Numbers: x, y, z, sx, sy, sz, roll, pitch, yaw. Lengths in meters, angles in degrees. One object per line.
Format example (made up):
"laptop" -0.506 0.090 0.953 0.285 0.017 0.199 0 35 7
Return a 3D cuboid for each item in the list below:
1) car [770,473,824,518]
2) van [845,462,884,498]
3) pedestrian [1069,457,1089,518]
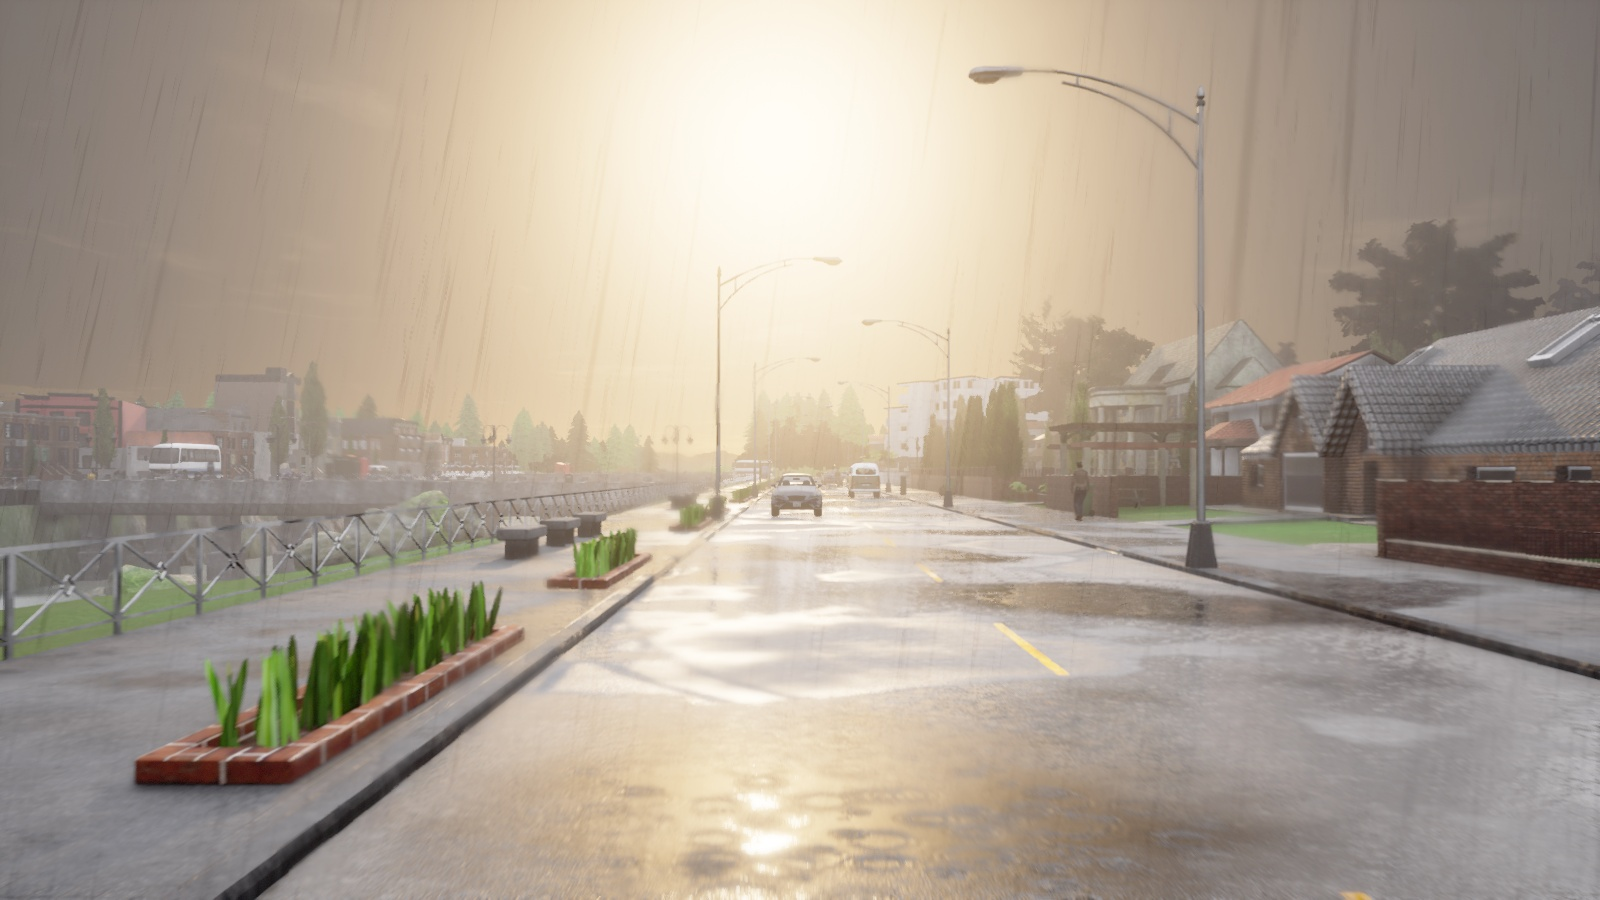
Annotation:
"car" -0.104 1.567 44.118 1.816 1.474 4.193 0 -1 0
"van" 3.823 1.780 75.105 2.069 2.038 4.480 0 -1 0
"pedestrian" 8.317 1.118 37.437 0.328 1.805 0.869 0 -1 -3
